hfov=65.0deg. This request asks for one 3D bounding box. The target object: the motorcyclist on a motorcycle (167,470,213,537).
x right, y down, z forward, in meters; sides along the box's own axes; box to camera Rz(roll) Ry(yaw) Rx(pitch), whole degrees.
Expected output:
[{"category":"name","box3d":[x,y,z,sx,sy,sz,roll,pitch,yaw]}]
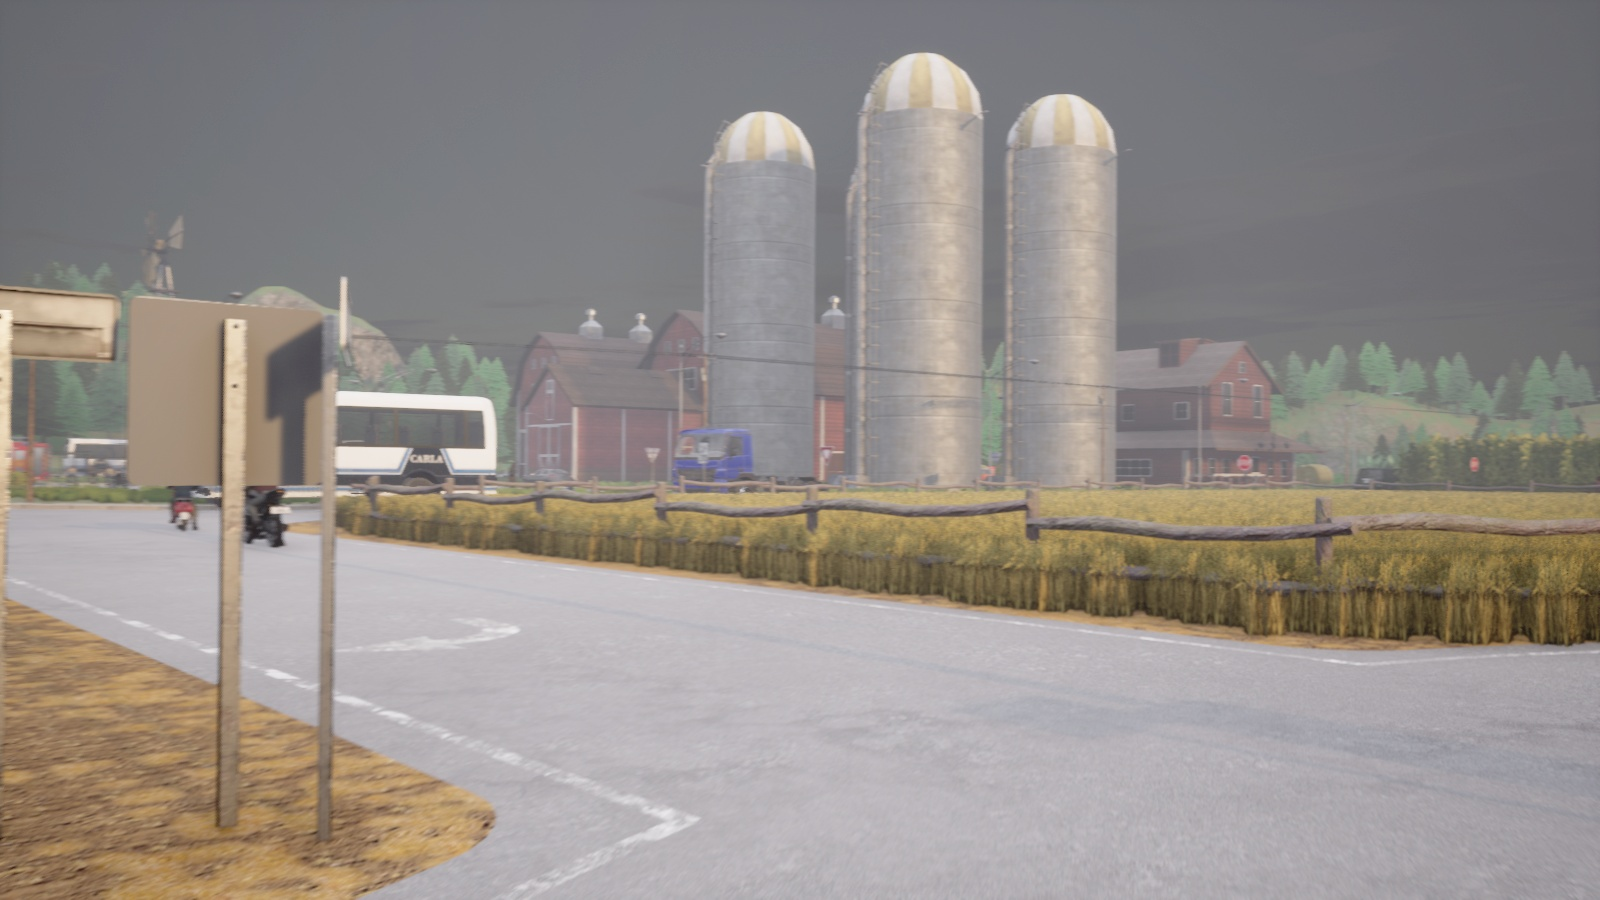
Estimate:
[{"category":"motorcyclist on a motorcycle","box3d":[-14.974,1.297,30.824,0.866,1.590,1.817,1,-1,-30]}]

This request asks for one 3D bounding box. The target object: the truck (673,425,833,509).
[{"category":"truck","box3d":[-1.946,0.776,56.060,2.891,3.462,7.936,-1,-1,36]}]

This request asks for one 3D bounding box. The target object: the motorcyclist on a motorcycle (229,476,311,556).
[{"category":"motorcyclist on a motorcycle","box3d":[-10.652,1.281,25.214,0.866,1.530,2.191,1,-1,-41]}]

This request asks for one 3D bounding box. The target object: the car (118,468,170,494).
[{"category":"car","box3d":[-42.308,1.984,80.926,2.152,1.651,5.027,1,-1,-37]}]

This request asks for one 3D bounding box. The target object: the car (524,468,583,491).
[{"category":"car","box3d":[-18.161,2.158,92.317,2.152,1.651,5.027,1,-1,-39]}]

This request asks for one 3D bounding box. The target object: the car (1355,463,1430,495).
[{"category":"car","box3d":[39.274,1.903,83.168,5.566,2.045,2.150,1,-1,-38]}]

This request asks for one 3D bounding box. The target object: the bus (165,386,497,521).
[{"category":"bus","box3d":[-16.341,0.186,44.242,10.273,4.253,3.944,1,-1,-34]}]
